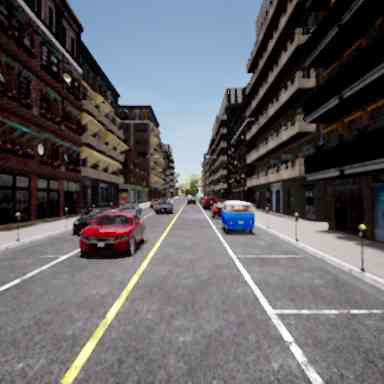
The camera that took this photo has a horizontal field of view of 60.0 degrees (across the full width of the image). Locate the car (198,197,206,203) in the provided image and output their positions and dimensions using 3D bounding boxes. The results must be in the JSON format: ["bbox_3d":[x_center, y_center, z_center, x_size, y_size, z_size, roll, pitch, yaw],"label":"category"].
[{"bbox_3d":[2.611,2.018,86.893,2.008,1.369,4.403,1,0,0],"label":"car"}]

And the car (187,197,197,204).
[{"bbox_3d":[-0.077,1.841,74.864,2.128,1.511,4.902,0,0,0],"label":"car"}]

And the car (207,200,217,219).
[{"bbox_3d":[2.669,1.710,31.182,1.887,1.381,4.507,1,0,0],"label":"car"}]

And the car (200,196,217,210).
[{"bbox_3d":[2.655,1.570,47.897,2.192,1.841,5.009,1,0,0],"label":"car"}]

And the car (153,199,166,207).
[{"bbox_3d":[-5.741,1.901,59.068,1.802,1.307,4.206,1,0,0],"label":"car"}]

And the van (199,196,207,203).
[{"bbox_3d":[2.620,1.778,81.323,1.690,1.788,3.998,1,0,0],"label":"van"}]

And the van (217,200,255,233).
[{"bbox_3d":[2.683,1.447,20.043,1.690,1.788,3.998,1,0,0],"label":"van"}]

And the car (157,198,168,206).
[{"bbox_3d":[-5.747,1.931,64.640,1.802,1.307,4.206,1,0,0],"label":"car"}]

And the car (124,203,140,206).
[{"bbox_3d":[-5.711,1.735,31.213,1.947,1.339,4.313,1,0,0],"label":"car"}]

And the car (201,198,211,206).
[{"bbox_3d":[2.634,1.872,64.778,1.752,1.417,4.829,1,0,0],"label":"car"}]

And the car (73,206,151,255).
[{"bbox_3d":[-3.097,1.553,13.832,1.882,1.535,5.008,0,0,0],"label":"car"}]

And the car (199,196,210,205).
[{"bbox_3d":[2.632,1.691,70.181,2.192,1.841,5.009,1,0,0],"label":"car"}]

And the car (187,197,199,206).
[{"bbox_3d":[-0.066,1.850,64.721,1.837,1.490,4.892,0,0,0],"label":"car"}]

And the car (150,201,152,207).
[{"bbox_3d":[-5.734,1.834,53.498,1.887,1.381,4.507,1,0,0],"label":"car"}]

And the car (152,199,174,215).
[{"bbox_3d":[-3.038,1.717,37.498,1.882,1.535,5.008,0,0,0],"label":"car"}]
